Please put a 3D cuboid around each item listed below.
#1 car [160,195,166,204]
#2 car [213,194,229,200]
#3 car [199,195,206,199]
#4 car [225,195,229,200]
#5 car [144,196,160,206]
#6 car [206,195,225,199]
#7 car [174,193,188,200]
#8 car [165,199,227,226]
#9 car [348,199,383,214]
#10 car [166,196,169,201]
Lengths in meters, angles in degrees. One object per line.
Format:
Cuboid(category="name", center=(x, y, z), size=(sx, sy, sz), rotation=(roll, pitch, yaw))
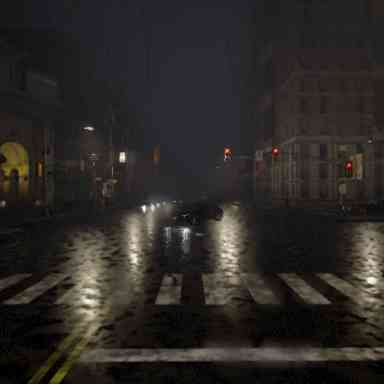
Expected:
Cuboid(category="car", center=(-6.963, 1.507, 65.891), size=(2.128, 1.511, 4.902), rotation=(0, 0, 1))
Cuboid(category="car", center=(8.293, 1.489, 94.565), size=(1.882, 1.535, 5.008), rotation=(0, 0, 38))
Cuboid(category="car", center=(3.340, 1.544, 85.577), size=(1.812, 1.442, 4.674), rotation=(0, 0, 22))
Cuboid(category="car", center=(8.214, 1.521, 87.762), size=(1.837, 1.490, 4.892), rotation=(0, 0, 28))
Cuboid(category="car", center=(-6.999, 1.614, 56.253), size=(1.895, 1.301, 4.718), rotation=(0, 0, 1))
Cuboid(category="car", center=(3.631, 1.517, 52.270), size=(1.837, 1.490, 4.892), rotation=(0, 0, 0))
Cuboid(category="car", center=(-2.888, 1.239, 88.825), size=(2.150, 2.045, 5.566), rotation=(0, 0, 22))
Cuboid(category="car", center=(0.349, 1.510, 23.932), size=(1.837, 1.490, 4.892), rotation=(-2, -1, 39))
Cuboid(category="car", center=(18.708, 1.498, 34.307), size=(4.902, 1.511, 2.128), rotation=(0, 0, 0))
Cuboid(category="car", center=(-6.421, 1.543, 76.043), size=(2.128, 1.511, 4.902), rotation=(0, 0, 7))
